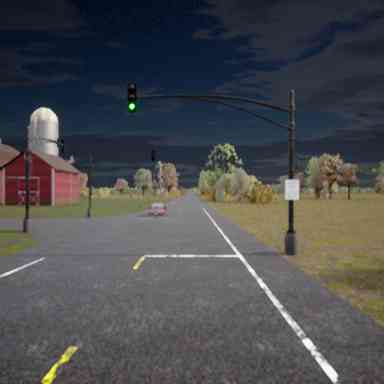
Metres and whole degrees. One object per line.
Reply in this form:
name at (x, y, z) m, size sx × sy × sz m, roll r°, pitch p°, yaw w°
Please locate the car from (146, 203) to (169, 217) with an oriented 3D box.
car at (-3.457, 1.820, 34.063) m, size 1.812 × 1.442 × 4.674 m, roll 0°, pitch 0°, yaw 0°
